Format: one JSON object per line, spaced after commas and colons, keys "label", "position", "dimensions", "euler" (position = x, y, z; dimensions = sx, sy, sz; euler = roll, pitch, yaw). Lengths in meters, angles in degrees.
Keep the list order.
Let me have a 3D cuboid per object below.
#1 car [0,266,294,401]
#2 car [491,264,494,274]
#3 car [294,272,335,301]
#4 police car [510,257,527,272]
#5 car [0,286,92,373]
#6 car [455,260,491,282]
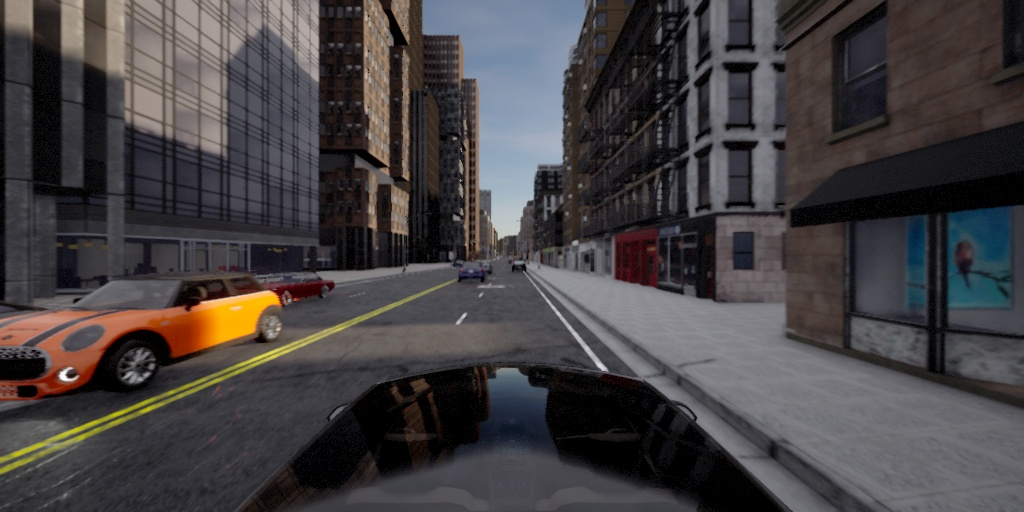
{"label": "car", "position": [-6.599, 1.114, 6.744], "dimensions": [2.097, 1.767, 4.553], "euler": [0, 0, 0]}
{"label": "car", "position": [-3.215, 1.410, 42.369], "dimensions": [2.033, 1.411, 5.357], "euler": [0, 0, 1]}
{"label": "car", "position": [-9.843, 1.387, 15.834], "dimensions": [1.895, 1.301, 4.718], "euler": [0, 0, 0]}
{"label": "police car", "position": [0.971, 1.307, 48.348], "dimensions": [1.930, 1.638, 5.238], "euler": [0, 0, 0]}
{"label": "car", "position": [-9.843, 1.323, 5.459], "dimensions": [1.994, 1.385, 4.181], "euler": [0, 0, 1]}
{"label": "car", "position": [-3.189, 1.178, 30.115], "dimensions": [2.097, 1.767, 4.553], "euler": [0, 0, 0]}
